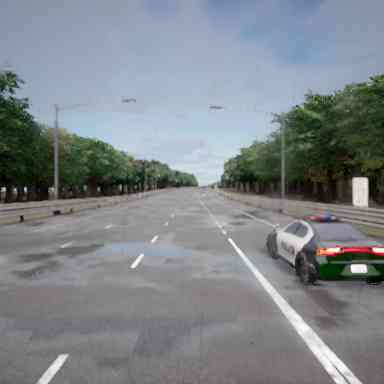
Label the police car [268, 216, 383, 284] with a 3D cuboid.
[{"bbox_3d":[3.585,1.472,9.610,2.038,1.542,4.974,0,0,-1],"label":"police car"}]
